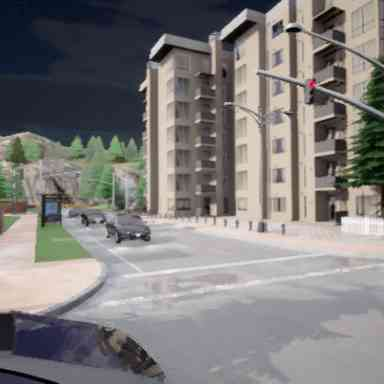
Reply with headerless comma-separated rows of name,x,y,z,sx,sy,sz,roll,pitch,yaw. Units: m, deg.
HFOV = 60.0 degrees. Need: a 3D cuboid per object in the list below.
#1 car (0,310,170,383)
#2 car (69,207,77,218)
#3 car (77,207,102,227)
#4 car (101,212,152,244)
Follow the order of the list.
car,-2.165,1.639,2.153,4.181,1.385,1.994,0,-2,-28
car,-15.695,2.827,45.534,1.837,1.490,4.892,0,-2,-25
car,-9.175,2.368,31.134,2.128,1.511,4.902,0,-2,-25
car,-3.784,2.045,19.389,1.837,1.490,4.892,0,-2,-25
